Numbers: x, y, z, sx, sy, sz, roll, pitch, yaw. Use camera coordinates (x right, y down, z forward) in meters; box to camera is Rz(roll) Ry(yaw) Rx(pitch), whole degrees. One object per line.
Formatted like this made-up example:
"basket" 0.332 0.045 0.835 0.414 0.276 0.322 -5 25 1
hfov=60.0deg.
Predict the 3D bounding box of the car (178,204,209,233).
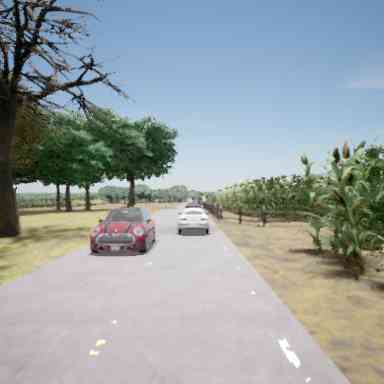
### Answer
"car" 0.096 1.724 20.943 1.812 1.442 4.674 0 -1 0

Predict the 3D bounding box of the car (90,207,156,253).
"car" -2.750 1.459 14.125 2.097 1.767 4.553 0 -1 0

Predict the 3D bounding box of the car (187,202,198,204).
"car" 0.091 1.962 38.962 1.837 1.490 4.892 0 -1 0
